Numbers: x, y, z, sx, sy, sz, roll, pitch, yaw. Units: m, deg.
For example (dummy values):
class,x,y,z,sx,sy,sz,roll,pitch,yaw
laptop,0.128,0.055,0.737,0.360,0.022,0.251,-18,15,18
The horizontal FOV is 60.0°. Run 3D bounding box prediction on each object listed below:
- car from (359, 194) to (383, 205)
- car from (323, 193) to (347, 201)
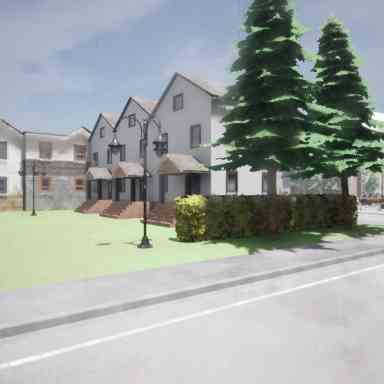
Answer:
class,x,y,z,sx,sy,sz,roll,pitch,yaw
car,27.271,1.097,49.273,1.932,1.855,4.605,0,0,-36
car,32.140,1.097,74.727,1.932,1.855,4.605,0,0,-36
